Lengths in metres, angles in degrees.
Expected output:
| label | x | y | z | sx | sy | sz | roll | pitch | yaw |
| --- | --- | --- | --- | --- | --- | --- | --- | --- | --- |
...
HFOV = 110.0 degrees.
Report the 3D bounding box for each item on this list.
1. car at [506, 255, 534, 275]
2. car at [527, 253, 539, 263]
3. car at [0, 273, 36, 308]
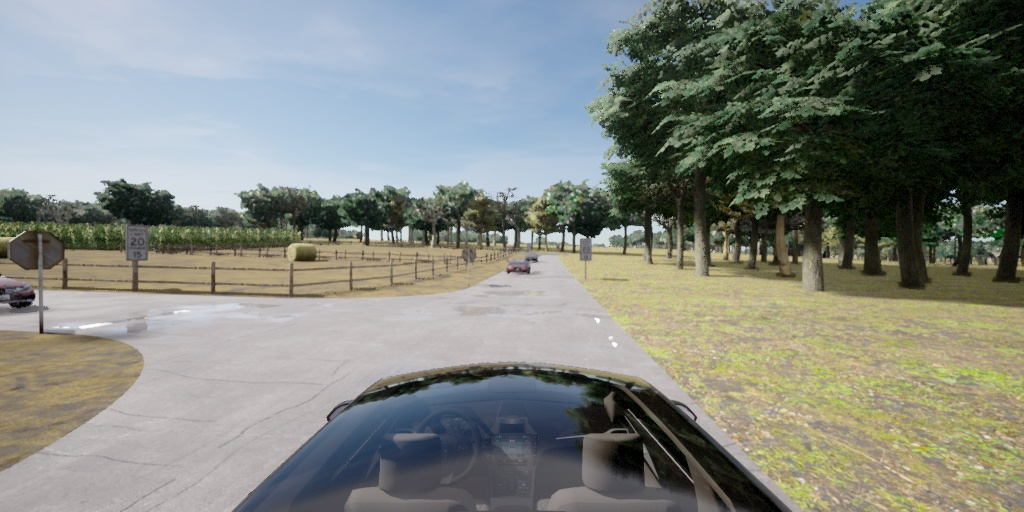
| label | x | y | z | sx | sy | sz | roll | pitch | yaw |
| --- | --- | --- | --- | --- | --- | --- | --- | --- | --- |
| car | 0.651 | 0.914 | 32.022 | 1.994 | 1.385 | 4.181 | 0 | 1 | 6 |
| car | 3.128 | 0.217 | 55.920 | 1.882 | 1.535 | 5.008 | 0 | 2 | 6 |
| car | -17.324 | 0.924 | 10.828 | 4.674 | 1.442 | 1.812 | 1 | 1 | 6 |
